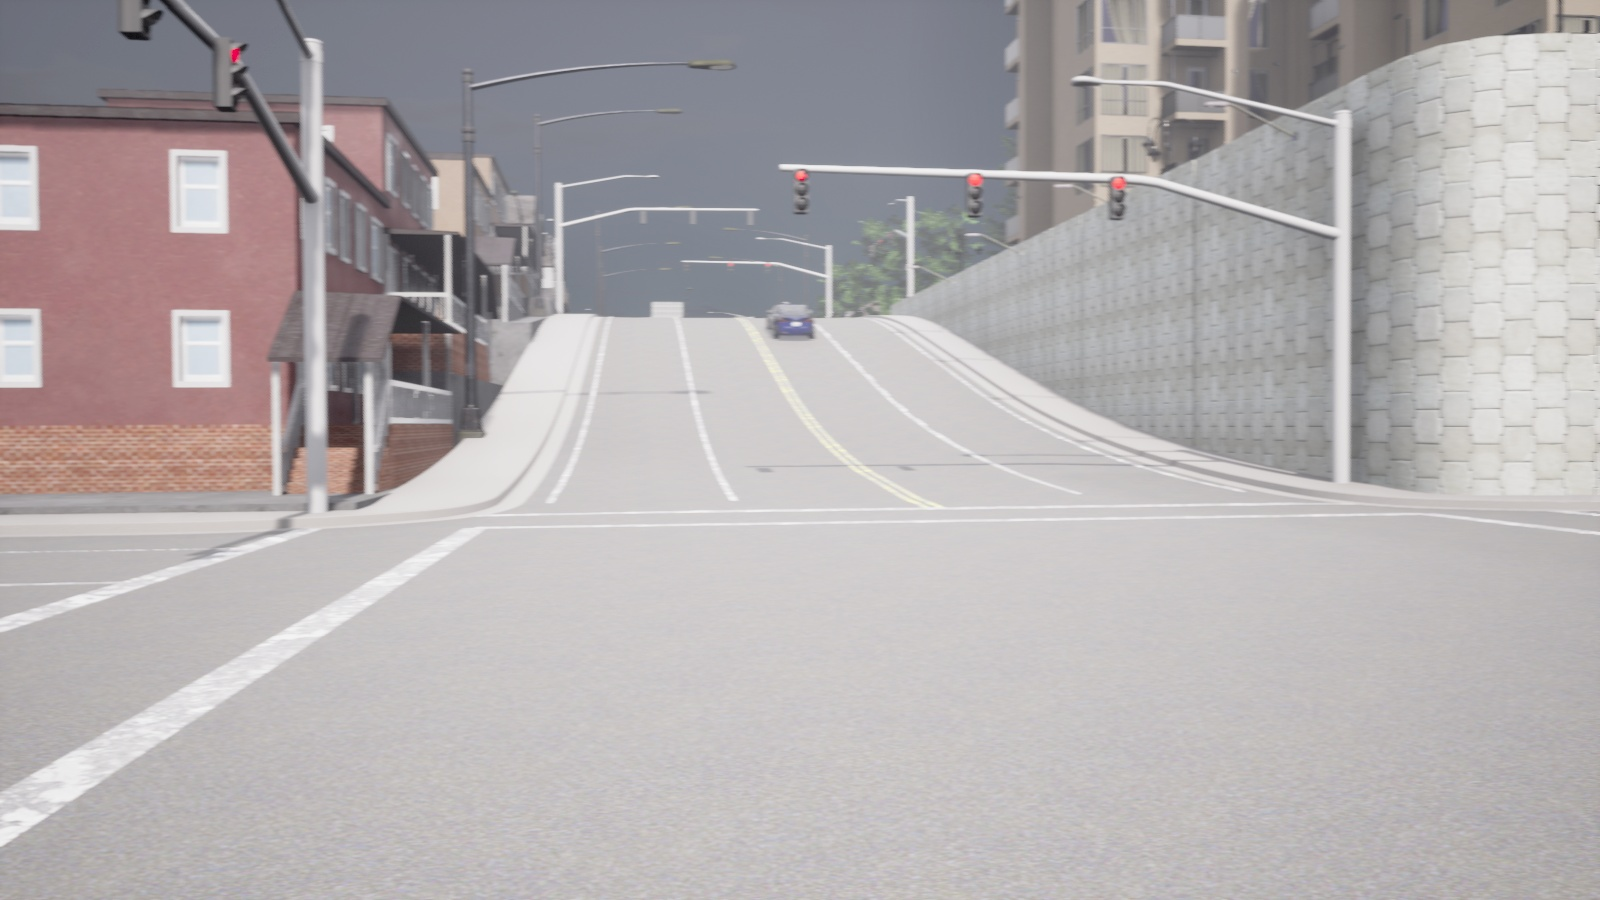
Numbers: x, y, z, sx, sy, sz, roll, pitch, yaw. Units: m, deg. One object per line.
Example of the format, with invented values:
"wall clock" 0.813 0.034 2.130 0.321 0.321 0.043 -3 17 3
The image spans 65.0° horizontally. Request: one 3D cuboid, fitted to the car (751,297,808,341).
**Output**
"car" -1.046 -6.331 60.311 2.163 1.488 4.792 0 13 -8
